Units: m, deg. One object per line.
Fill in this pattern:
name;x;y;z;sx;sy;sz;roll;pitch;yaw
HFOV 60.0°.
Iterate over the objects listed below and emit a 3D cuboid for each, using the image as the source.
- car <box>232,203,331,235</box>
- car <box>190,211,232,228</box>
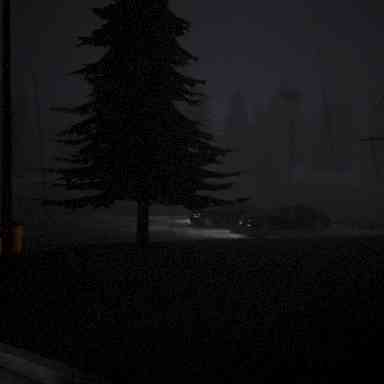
car;4.914;1.379;17.714;4.892;1.490;1.837;0;0;-11
car;2.333;1.327;20.778;5.008;1.535;1.882;0;0;-11
